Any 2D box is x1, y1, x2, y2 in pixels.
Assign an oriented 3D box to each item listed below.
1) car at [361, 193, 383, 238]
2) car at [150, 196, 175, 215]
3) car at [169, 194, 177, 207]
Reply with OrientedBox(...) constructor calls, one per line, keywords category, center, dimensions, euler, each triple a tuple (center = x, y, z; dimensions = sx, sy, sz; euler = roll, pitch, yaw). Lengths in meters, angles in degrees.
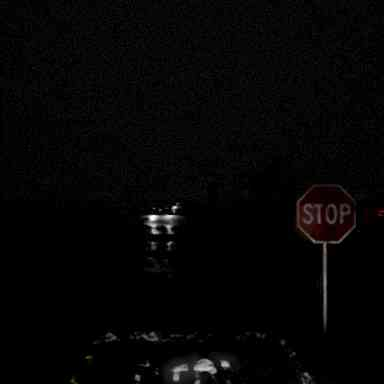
OrientedBox(category="car", center=(10.327, 1.032, 14.380), dimensions=(5.566, 2.045, 2.150), euler=(-1, -1, -1))
OrientedBox(category="car", center=(-2.957, 1.416, 33.011), dimensions=(1.837, 1.490, 4.892), euler=(0, 0, 0))
OrientedBox(category="car", center=(-3.234, 1.423, 50.200), dimensions=(2.033, 1.411, 5.357), euler=(0, 0, -2))
